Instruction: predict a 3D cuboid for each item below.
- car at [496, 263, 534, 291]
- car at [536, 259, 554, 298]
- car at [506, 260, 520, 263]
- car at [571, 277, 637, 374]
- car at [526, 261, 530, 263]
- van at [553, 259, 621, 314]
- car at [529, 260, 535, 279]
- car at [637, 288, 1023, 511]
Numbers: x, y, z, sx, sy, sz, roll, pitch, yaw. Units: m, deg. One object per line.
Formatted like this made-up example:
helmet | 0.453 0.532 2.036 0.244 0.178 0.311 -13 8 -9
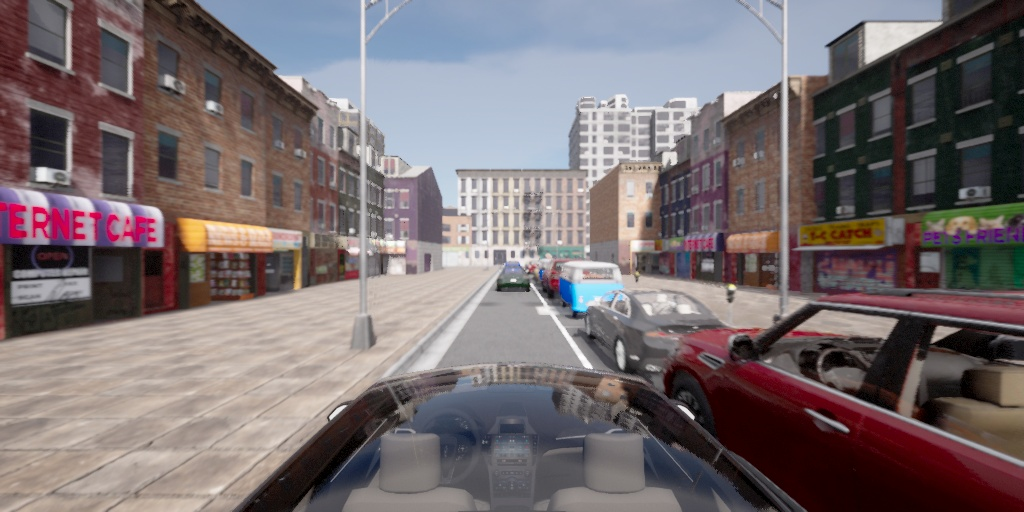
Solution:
car | 0.095 1.307 21.833 1.994 1.385 4.181 0 0 0
car | 2.640 1.060 18.249 2.192 1.841 5.009 0 0 0
car | 0.105 1.216 39.291 1.882 1.535 5.008 0 0 0
car | 2.638 1.299 7.298 2.007 1.370 4.403 0 0 0
car | 2.642 1.178 40.151 1.967 1.591 4.097 0 0 0
van | 2.639 1.088 12.773 1.690 1.789 3.998 0 0 0
car | 2.641 1.267 29.370 1.751 1.417 4.829 0 0 0
car | 2.638 1.065 1.823 2.192 1.841 5.009 0 0 0
